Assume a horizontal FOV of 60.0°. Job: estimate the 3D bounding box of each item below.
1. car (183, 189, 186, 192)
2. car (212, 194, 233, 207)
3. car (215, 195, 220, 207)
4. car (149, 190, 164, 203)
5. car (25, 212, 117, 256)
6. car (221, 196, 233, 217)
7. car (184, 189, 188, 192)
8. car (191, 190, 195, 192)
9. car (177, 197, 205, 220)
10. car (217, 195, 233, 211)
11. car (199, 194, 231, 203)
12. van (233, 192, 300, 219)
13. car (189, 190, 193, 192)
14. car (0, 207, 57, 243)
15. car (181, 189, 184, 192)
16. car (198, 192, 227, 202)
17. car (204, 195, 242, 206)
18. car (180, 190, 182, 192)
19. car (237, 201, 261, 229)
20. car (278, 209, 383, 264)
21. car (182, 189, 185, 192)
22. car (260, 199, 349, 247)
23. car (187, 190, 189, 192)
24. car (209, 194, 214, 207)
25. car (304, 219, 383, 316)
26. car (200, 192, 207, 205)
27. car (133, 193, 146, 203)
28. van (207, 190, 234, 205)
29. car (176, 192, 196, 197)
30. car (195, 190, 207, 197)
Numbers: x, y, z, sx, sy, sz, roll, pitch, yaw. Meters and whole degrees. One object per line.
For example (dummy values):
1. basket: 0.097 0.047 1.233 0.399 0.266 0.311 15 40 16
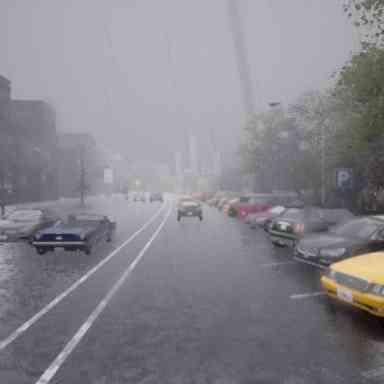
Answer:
1. car: 0.858 0.756 86.678 5.008 1.535 2.097 1 0 -26
2. car: 4.759 1.258 33.372 4.674 1.452 2.002 0 1 -22
3. car: 4.878 1.290 30.427 4.674 1.452 2.002 1 0 -22
4. car: -5.919 0.737 55.332 2.150 2.045 5.566 0 1 -3
5. car: -4.307 1.522 12.942 1.895 1.301 4.718 0 0 -1
6. car: 5.055 1.309 24.489 5.008 1.535 2.097 1 0 -22
7. car: 1.192 0.776 83.718 5.008 1.535 2.097 1 1 -26
8. car: 2.817 0.931 65.961 4.792 1.488 2.163 1 1 -25
9. car: -0.206 1.338 25.735 1.812 1.442 4.674 0 0 -1
10. car: 5.154 1.279 27.526 5.366 1.575 1.946 1 0 -22
11. car: 3.720 1.044 54.119 4.674 1.452 2.002 1 1 -24
12. van: 5.240 1.112 21.563 4.442 1.987 1.878 1 0 -21
13. car: 2.591 0.878 68.935 5.008 1.535 2.097 1 0 -25
14. car: -7.133 1.434 14.831 1.812 1.442 4.674 0 0 -1
15. car: 0.224 0.594 92.588 4.553 1.767 2.185 0 1 -27
16. car: 3.486 0.851 57.076 4.553 1.767 2.185 1 0 -24
17. car: 4.246 1.131 45.225 4.674 1.452 2.002 0 1 -23
18. car: -0.163 0.699 95.531 5.008 1.535 2.097 0 0 -27
19. car: 5.188 1.402 18.546 4.674 1.452 2.002 1 1 -21
20. car: 5.295 1.431 9.632 4.892 1.521 2.231 1 1 -20
21. car: 0.701 0.736 89.714 5.366 1.575 1.946 1 0 -27
22. car: 5.238 1.283 12.594 4.553 1.767 2.185 1 0 -21
23. car: 2.076 0.835 74.850 5.008 1.535 2.097 1 1 -26
24. car: 4.663 1.225 36.325 4.674 1.452 2.002 0 0 -23
25. car: 5.126 1.445 6.595 5.366 1.575 1.946 1 1 -20
26. car: 4.226 1.117 42.185 5.366 1.575 1.946 1 1 -23
27. car: -8.781 1.007 55.925 2.128 1.511 4.902 0 1 -4
28. van: 4.433 0.926 39.241 4.442 1.987 1.878 1 1 -23
29. car: -0.865 1.112 42.596 1.882 1.535 5.008 0 1 -3
30. car: 3.933 0.781 51.170 5.566 2.045 2.435 1 0 -24
